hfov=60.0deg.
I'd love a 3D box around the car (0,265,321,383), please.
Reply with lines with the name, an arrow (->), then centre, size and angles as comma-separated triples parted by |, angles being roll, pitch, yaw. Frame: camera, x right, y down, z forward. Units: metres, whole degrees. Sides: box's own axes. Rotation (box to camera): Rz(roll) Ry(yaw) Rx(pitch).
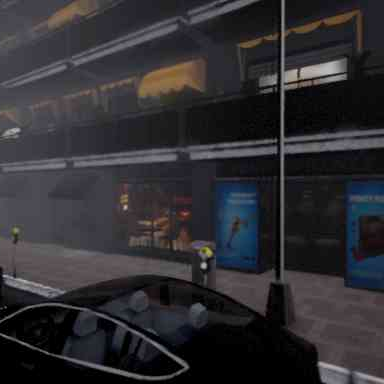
car -> -0.892, 1.592, 3.496 | 4.313, 1.339, 1.947 | -1, 0, 36
